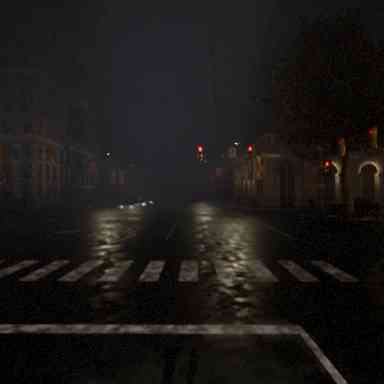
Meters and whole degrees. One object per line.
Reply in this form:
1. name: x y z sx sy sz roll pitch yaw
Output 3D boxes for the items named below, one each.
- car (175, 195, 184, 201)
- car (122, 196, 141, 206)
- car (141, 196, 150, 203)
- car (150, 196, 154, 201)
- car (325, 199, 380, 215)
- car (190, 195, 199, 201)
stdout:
1. car: -3.027 1.360 78.853 2.128 1.511 4.902 0 0 1
2. car: -10.349 1.415 55.343 1.882 1.535 5.008 0 0 1
3. car: -10.208 1.525 67.050 1.895 1.301 4.718 0 0 1
4. car: -10.045 1.507 77.610 1.895 1.301 4.718 0 0 1
5. car: 15.870 1.440 32.982 5.008 1.535 1.882 0 0 1
6. car: 0.473 1.360 78.805 2.128 1.511 4.902 0 0 1
